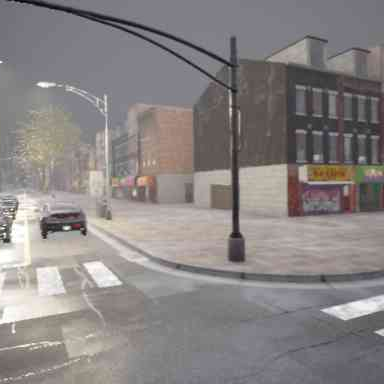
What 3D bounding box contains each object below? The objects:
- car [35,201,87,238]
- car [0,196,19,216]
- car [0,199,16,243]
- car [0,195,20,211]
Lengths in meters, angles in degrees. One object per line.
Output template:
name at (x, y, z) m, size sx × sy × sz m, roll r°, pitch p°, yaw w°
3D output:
car at (-6.238, 1.185, 15.787) m, size 1.837 × 1.490 × 4.892 m, roll -2°, pitch 2°, yaw -27°
car at (-13.239, 1.195, 23.132) m, size 1.895 × 1.301 × 4.718 m, roll -2°, pitch 2°, yaw -26°
car at (-8.680, 1.263, 14.087) m, size 1.837 × 1.490 × 4.892 m, roll -2°, pitch 2°, yaw -27°
car at (-17.832, 1.032, 32.238) m, size 1.895 × 1.301 × 4.718 m, roll -2°, pitch 2°, yaw -27°
